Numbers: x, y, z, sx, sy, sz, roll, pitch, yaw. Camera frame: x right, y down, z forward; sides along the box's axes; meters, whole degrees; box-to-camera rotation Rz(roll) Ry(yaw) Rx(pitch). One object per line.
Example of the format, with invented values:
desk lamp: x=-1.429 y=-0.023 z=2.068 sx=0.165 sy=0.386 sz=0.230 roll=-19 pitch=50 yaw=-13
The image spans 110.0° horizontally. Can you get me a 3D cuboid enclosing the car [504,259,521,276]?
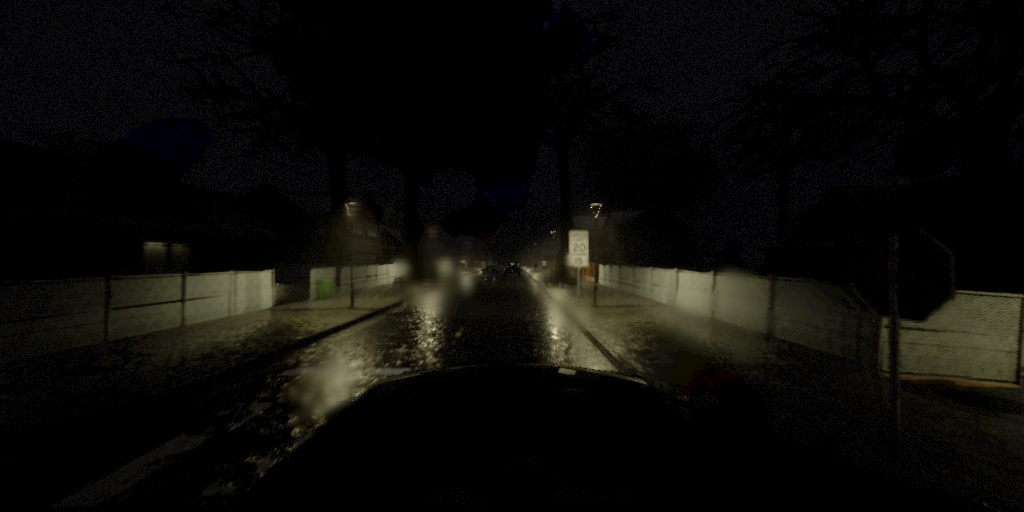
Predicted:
car: x=0.050 y=1.420 z=40.571 sx=2.128 sy=1.511 sz=4.902 roll=0 pitch=0 yaw=0

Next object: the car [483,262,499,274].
car: x=-2.694 y=1.472 z=46.409 sx=2.128 sy=1.511 sz=4.902 roll=0 pitch=-1 yaw=0
